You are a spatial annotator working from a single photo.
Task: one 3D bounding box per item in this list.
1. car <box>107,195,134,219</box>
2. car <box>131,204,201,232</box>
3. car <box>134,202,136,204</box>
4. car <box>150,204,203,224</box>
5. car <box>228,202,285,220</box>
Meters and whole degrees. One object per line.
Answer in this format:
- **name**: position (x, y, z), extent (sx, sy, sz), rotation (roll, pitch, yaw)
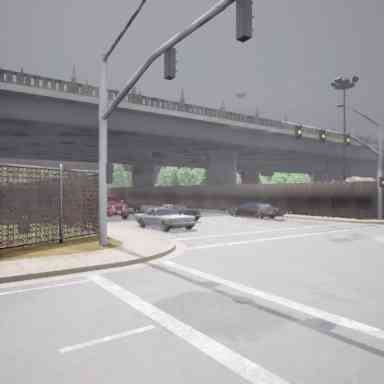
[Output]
- **car**: position (-7.428, 1.277, 28.852), extent (2.150, 2.045, 5.566), rotation (0, 0, -36)
- **car**: position (-1.753, 1.656, 20.916), extent (1.895, 1.301, 4.718), rotation (0, 0, -36)
- **car**: position (-6.439, 1.619, 33.481), extent (1.994, 1.385, 4.181), rotation (0, 0, -36)
- **car**: position (-1.327, 1.656, 26.338), extent (1.895, 1.301, 4.718), rotation (0, 0, -36)
- **car**: position (5.502, 1.603, 29.167), extent (2.033, 1.411, 5.357), rotation (0, 0, -36)
